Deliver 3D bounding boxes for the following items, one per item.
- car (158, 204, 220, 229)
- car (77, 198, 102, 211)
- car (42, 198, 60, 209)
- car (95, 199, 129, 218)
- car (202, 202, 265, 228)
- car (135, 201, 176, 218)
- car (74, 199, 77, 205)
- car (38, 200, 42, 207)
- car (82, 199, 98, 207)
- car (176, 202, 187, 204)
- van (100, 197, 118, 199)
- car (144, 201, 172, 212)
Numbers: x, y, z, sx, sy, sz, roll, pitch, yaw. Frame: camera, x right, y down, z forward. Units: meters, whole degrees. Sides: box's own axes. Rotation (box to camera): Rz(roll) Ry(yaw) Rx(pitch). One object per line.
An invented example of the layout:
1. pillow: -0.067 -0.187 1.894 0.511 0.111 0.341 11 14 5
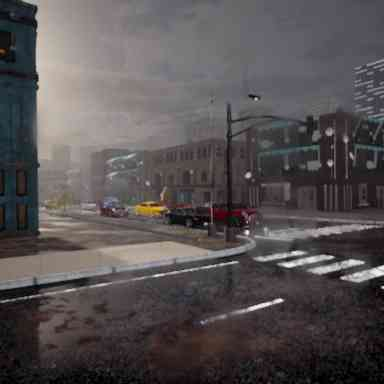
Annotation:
1. car: -0.333 1.778 23.809 1.947 1.339 4.313 -2 0 -35
2. car: -15.218 2.036 49.634 1.812 1.442 4.674 -1 0 -35
3. car: -24.152 2.196 57.650 1.752 1.417 4.829 -2 0 -35
4. car: -8.258 1.809 35.203 1.967 1.590 4.097 -2 0 -35
5. car: 3.010 1.507 23.849 2.097 1.767 4.553 -1 0 -36
6. car: -4.034 1.772 33.739 1.882 1.535 5.008 -1 0 -35
7. car: -27.010 2.304 76.185 1.947 1.339 4.313 -2 0 -35
8. car: -30.649 2.339 66.823 2.008 1.369 4.403 -2 0 -35
9. car: -20.612 2.168 67.150 1.887 1.381 4.507 -2 0 -35
10. car: -1.417 1.844 40.049 1.802 1.307 4.206 -2 0 -35
11. van: -14.219 1.847 58.116 1.690 1.788 3.998 -2 0 -35
12. car: -4.615 1.906 44.566 1.802 1.307 4.206 -2 0 -35
